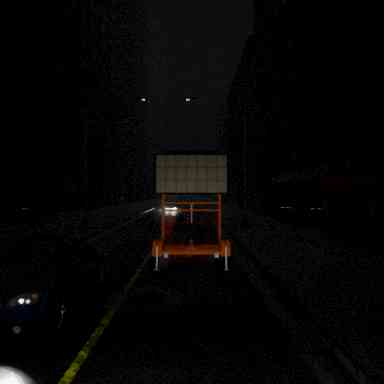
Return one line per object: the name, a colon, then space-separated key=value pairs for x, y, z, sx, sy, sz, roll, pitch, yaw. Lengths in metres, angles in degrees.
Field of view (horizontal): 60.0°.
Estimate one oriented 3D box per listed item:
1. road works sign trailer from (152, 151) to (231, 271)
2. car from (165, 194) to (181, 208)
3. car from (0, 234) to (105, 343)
road works sign trailer: x=-0.014 y=0.468 z=10.927 sx=2.380 sy=3.560 sz=2.880 roll=0 pitch=0 yaw=0
car: x=-3.166 y=1.533 z=49.970 sx=2.128 sy=1.511 sz=4.902 roll=0 pitch=0 yaw=0
car: x=-3.108 y=1.566 z=6.515 sx=1.994 sy=1.385 sz=4.181 roll=0 pitch=0 yaw=0
